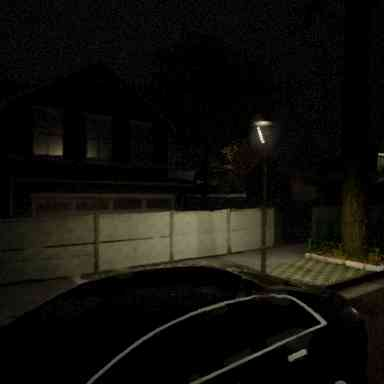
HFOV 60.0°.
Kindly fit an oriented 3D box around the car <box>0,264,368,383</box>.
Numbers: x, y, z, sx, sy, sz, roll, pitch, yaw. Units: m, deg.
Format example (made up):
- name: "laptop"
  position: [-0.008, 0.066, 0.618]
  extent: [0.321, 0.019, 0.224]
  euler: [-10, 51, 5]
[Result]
- name: "car"
  position: [-0.423, 1.506, 2.770]
  extent: [4.892, 1.490, 1.837]
  euler: [0, 0, -36]
